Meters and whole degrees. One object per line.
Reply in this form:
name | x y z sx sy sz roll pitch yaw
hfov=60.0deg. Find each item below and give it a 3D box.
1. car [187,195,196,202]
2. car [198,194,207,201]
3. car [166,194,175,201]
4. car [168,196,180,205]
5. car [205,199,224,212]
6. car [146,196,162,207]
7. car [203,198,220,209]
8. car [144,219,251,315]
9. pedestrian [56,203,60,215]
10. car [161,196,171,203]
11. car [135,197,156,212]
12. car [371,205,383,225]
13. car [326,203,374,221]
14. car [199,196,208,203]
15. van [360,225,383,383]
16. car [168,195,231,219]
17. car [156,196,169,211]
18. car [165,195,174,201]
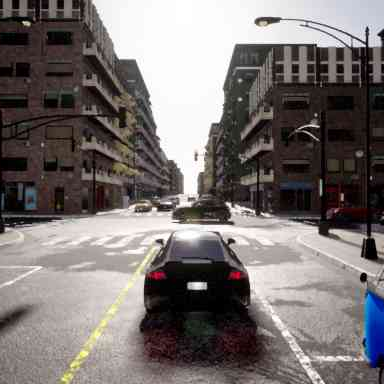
car | -0.134 1.559 80.537 2.128 1.511 4.902 0 0 0
car | 2.565 1.352 85.148 2.192 1.841 5.009 1 0 0
car | -5.826 1.481 90.777 1.967 1.590 4.097 1 0 0
car | -3.169 1.501 60.080 1.882 1.535 5.008 0 0 0
car | 2.636 1.580 40.007 1.947 1.339 4.313 1 0 0
car | -5.761 1.459 51.279 1.967 1.590 4.097 1 0 0
car | 2.627 1.567 45.650 2.008 1.369 4.403 1 0 0
car | 0.088 1.566 7.663 1.994 1.385 4.181 0 0 0
pedestrian | -12.591 1.597 31.417 0.500 1.100 0.500 0 -1 1
car | -5.799 1.575 73.849 1.887 1.381 4.507 1 0 0
car | -5.742 1.539 39.823 1.752 1.417 4.829 1 0 0
car | 13.505 1.583 19.829 4.313 1.339 1.947 0 -1 1
car | 13.595 1.608 28.210 4.097 1.590 1.967 0 -1 1
car | 2.579 1.612 73.862 1.802 1.307 4.206 1 0 0
van | 2.670 1.342 2.061 1.690 1.788 3.998 1 0 0
car | 0.714 1.358 25.728 4.553 1.767 2.097 0 0 1
car | -3.167 1.578 40.987 1.994 1.385 4.181 0 0 0
car | -5.819 1.588 85.134 2.008 1.369 4.403 1 0 0
